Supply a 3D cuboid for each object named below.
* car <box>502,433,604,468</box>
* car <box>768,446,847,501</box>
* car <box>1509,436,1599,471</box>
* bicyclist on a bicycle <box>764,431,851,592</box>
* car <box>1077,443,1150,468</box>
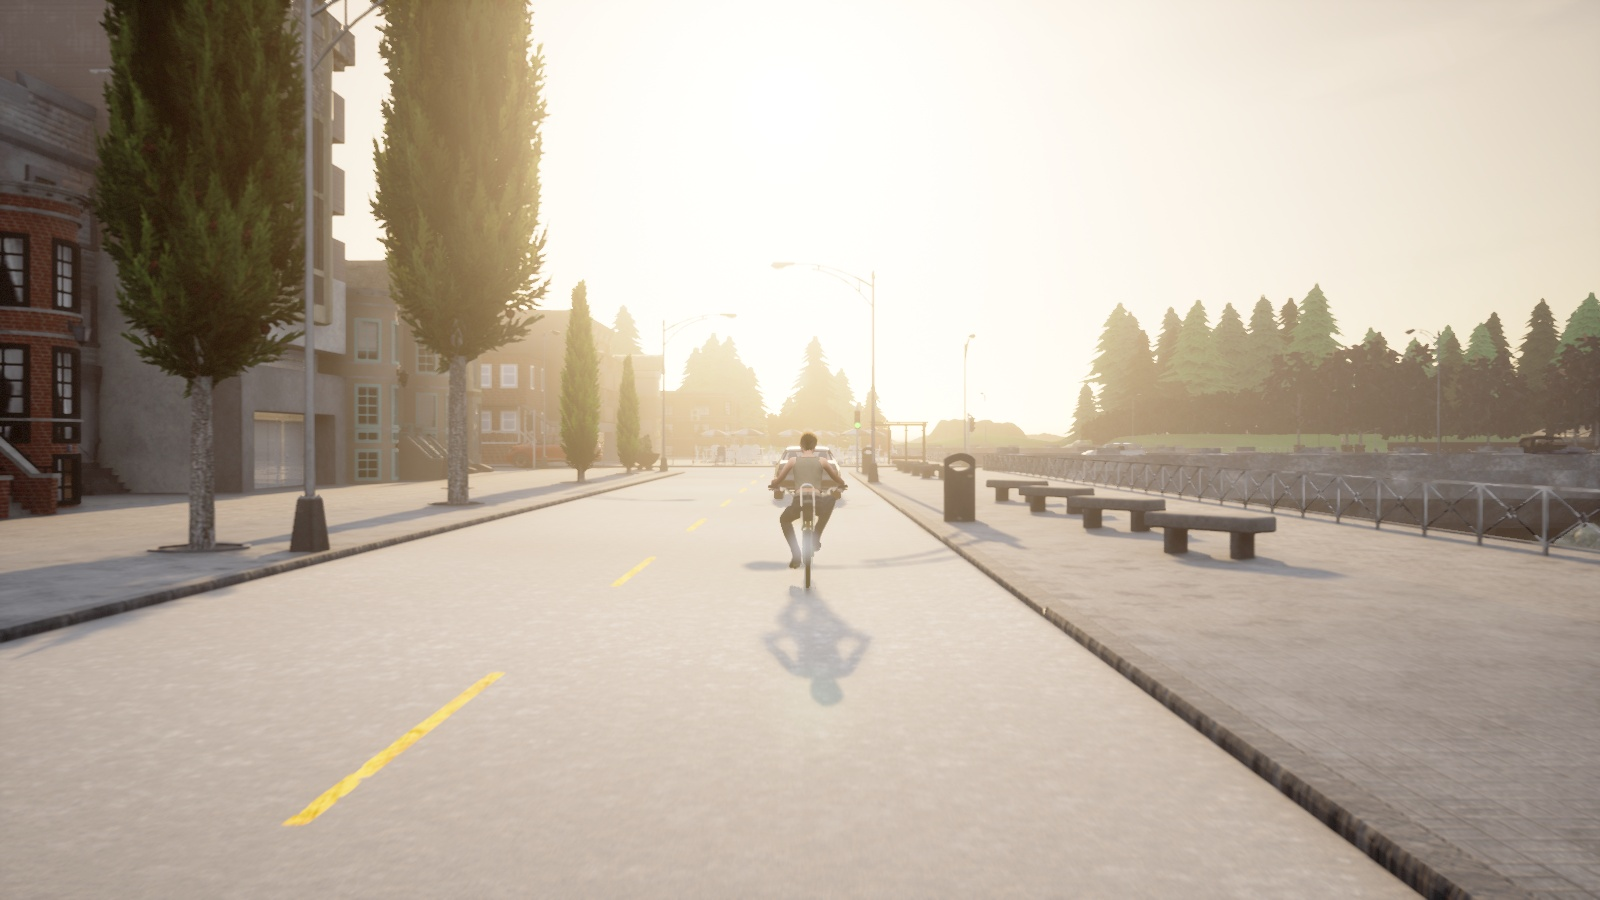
[{"bbox_3d":[-14.589,0.035,74.305,5.566,2.045,2.150,0,0,1],"label":"car"},{"bbox_3d":[0.209,0.596,35.089,2.033,1.411,5.357,0,0,0],"label":"car"},{"bbox_3d":[41.955,0.182,69.952,3.866,1.878,1.905,0,0,0],"label":"car"},{"bbox_3d":[0.084,0.608,13.277,0.866,1.612,1.509,0,0,1],"label":"bicyclist on a bicycle"},{"bbox_3d":[18.483,0.309,74.078,3.806,1.475,1.970,0,0,0],"label":"car"}]
